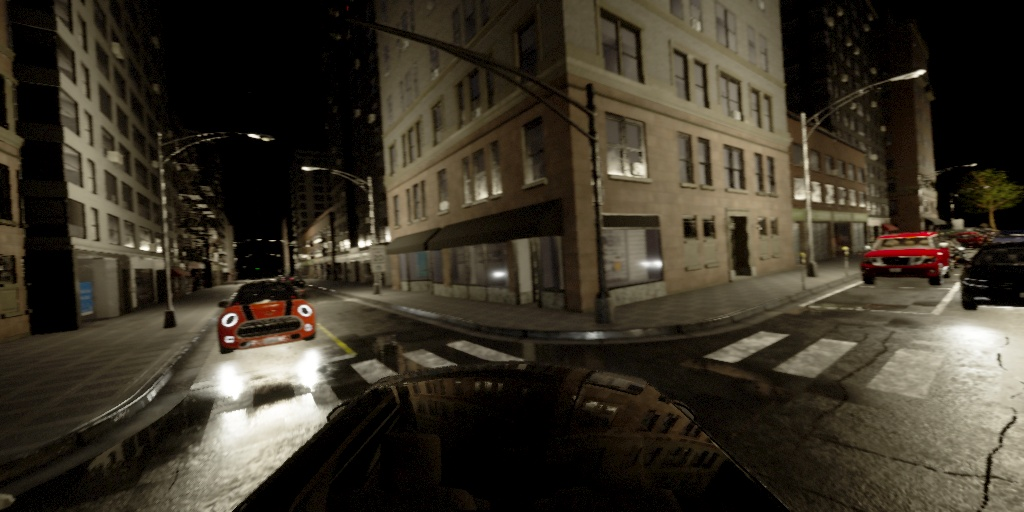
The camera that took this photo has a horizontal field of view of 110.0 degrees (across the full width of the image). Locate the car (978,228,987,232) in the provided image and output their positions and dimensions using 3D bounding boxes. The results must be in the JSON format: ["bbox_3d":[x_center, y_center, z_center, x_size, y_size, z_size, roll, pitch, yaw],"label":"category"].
[{"bbox_3d":[42.181,-1.491,33.252,4.507,1.381,1.888,0,0,-36],"label":"car"}]

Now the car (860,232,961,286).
[{"bbox_3d":[15.430,0.038,13.971,5.009,1.841,2.192,0,0,-36],"label":"car"}]

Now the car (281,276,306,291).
[{"bbox_3d":[-23.141,2.878,37.890,1.895,1.301,4.718,-4,0,-35],"label":"car"}]

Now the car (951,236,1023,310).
[{"bbox_3d":[12.578,0.396,8.774,5.008,1.535,1.882,-4,0,-36],"label":"car"}]

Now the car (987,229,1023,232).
[{"bbox_3d":[31.122,-0.823,22.126,5.008,1.535,1.882,-4,0,-36],"label":"car"}]

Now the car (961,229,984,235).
[{"bbox_3d":[37.723,-1.197,30.039,4.507,1.381,1.888,0,0,-36],"label":"car"}]

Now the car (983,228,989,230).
[{"bbox_3d":[46.639,-1.778,36.466,4.403,1.370,2.007,0,0,-36],"label":"car"}]

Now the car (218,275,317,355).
[{"bbox_3d":[-7.254,1.572,10.647,2.097,1.767,4.553,-4,0,-36],"label":"car"}]

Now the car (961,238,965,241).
[{"bbox_3d":[19.889,-0.004,17.184,4.313,1.339,1.948,0,0,-36],"label":"car"}]

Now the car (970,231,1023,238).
[{"bbox_3d":[20.978,-0.142,14.828,4.902,1.511,2.128,-4,0,-36],"label":"car"}]

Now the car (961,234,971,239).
[{"bbox_3d":[24.347,-0.312,20.398,4.403,1.370,2.007,0,0,-36],"label":"car"}]
